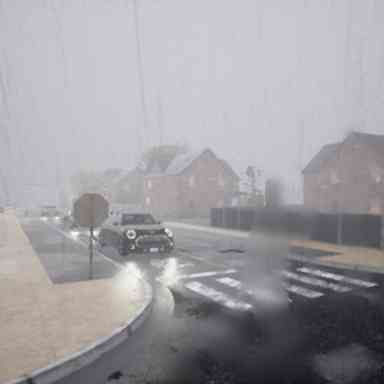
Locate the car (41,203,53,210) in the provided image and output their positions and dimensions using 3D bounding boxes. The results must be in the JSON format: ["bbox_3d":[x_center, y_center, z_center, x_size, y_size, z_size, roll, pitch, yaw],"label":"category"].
[{"bbox_3d":[-31.925,3.143,73.238,1.994,1.385,4.181,1,-2,-29],"label":"car"}]

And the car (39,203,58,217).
[{"bbox_3d":[-18.649,2.462,43.736,1.812,1.442,4.674,1,-2,-29],"label":"car"}]

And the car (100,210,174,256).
[{"bbox_3d":[-2.518,1.648,14.617,2.097,1.767,4.553,1,-2,-29],"label":"car"}]

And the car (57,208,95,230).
[{"bbox_3d":[-8.855,2.077,25.983,2.033,1.411,5.357,1,-2,-29],"label":"car"}]
